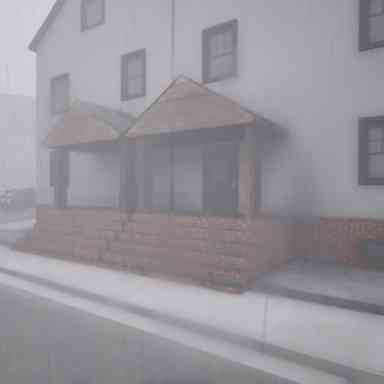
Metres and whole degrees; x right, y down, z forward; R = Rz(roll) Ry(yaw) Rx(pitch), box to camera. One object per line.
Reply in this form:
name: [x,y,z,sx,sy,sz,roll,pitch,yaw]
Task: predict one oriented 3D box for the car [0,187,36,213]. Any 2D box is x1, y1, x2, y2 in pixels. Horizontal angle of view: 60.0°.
car: [-12.370,0.411,25.772,2.097,1.767,4.553,1,8,36]
